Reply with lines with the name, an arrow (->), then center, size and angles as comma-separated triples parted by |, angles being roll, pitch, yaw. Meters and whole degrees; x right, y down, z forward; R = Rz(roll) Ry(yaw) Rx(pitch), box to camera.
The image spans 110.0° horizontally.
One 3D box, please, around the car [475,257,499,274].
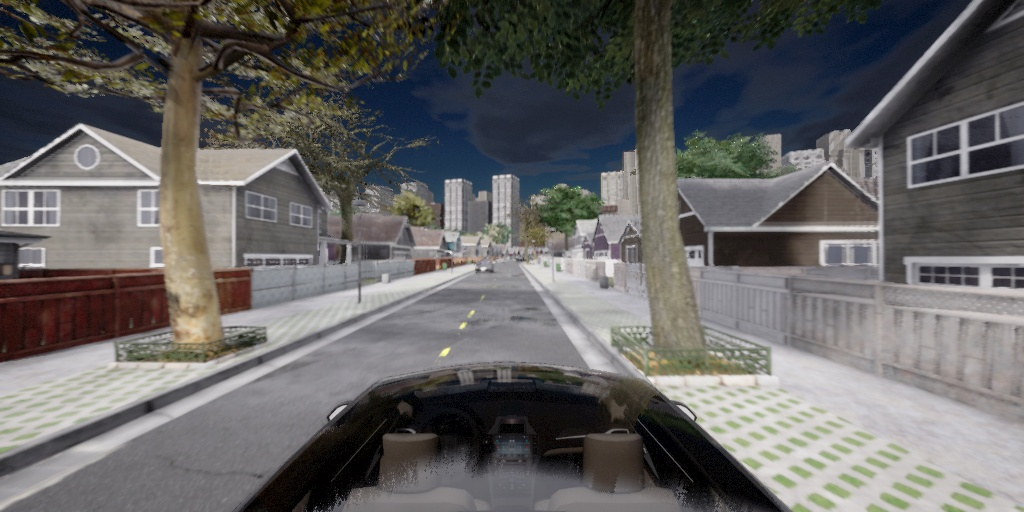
car -> -2.846, 1.132, 38.270 | 2.128, 1.511, 4.902 | 0, 0, 0
